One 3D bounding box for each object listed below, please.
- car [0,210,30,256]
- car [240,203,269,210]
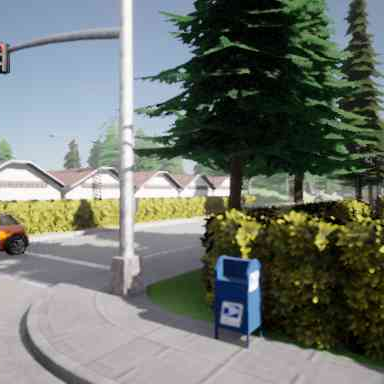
[{"bbox_3d":[-8.596,1.579,12.299,2.097,1.767,4.553,-1,-2,35],"label":"car"},{"bbox_3d":[5.907,1.774,32.551,2.033,1.411,5.357,0,0,36],"label":"car"}]
